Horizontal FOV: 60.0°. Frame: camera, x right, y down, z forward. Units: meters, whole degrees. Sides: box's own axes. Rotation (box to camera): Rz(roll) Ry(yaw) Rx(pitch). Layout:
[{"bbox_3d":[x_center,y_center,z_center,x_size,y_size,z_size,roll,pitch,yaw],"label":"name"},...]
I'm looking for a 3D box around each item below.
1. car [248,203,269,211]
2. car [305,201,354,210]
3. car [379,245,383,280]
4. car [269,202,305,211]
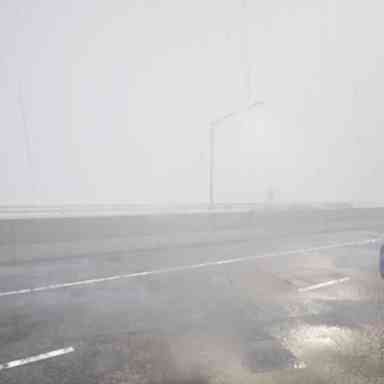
[{"bbox_3d":[7.851,1.852,35.094,4.181,1.385,1.994,1,-1,-35],"label":"car"},{"bbox_3d":[12.682,1.649,29.920,4.553,1.767,2.097,1,0,-34],"label":"car"},{"bbox_3d":[6.768,1.586,8.528,5.008,1.535,1.882,1,0,-35],"label":"car"},{"bbox_3d":[10.120,1.798,32.405,4.892,1.490,1.837,1,-1,-35],"label":"car"}]
